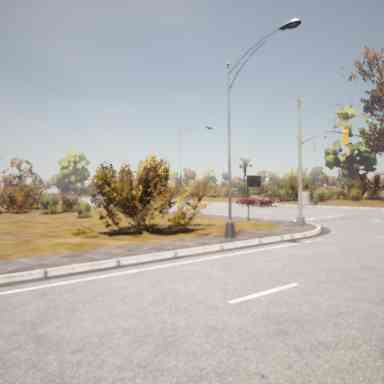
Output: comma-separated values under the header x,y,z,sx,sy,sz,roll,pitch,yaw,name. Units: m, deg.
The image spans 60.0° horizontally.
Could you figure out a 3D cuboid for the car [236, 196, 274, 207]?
x,y,z,sx,sy,sz,roll,pitch,yaw,name
7.588,1.090,40.782,1.895,1.301,4.718,-1,1,-39,car
